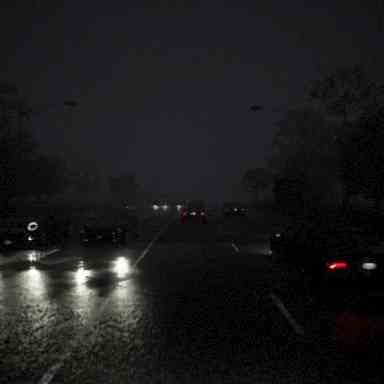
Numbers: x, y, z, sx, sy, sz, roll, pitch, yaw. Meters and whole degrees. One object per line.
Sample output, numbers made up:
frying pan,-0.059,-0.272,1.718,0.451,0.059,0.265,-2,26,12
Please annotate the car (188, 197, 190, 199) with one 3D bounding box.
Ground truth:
car,0.839,1.578,42.990,1.994,1.385,4.181,0,0,4

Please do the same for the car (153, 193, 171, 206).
car,-4.995,1.232,56.918,2.150,2.045,5.566,0,0,8

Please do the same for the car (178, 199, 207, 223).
car,0.173,1.555,25.642,2.033,1.411,5.357,0,0,1

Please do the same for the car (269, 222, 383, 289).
car,3.599,1.550,9.253,2.033,1.411,5.357,0,0,0

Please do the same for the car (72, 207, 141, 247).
car,-3.587,1.482,15.360,1.882,1.535,5.008,0,0,0

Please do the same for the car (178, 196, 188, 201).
car,-1.262,1.519,58.151,1.837,1.490,4.892,0,0,9

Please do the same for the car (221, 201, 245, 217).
car,3.771,1.557,30.903,2.033,1.411,5.357,0,0,2

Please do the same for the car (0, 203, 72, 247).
car,-7.085,1.356,15.051,2.097,1.767,4.553,0,0,0
